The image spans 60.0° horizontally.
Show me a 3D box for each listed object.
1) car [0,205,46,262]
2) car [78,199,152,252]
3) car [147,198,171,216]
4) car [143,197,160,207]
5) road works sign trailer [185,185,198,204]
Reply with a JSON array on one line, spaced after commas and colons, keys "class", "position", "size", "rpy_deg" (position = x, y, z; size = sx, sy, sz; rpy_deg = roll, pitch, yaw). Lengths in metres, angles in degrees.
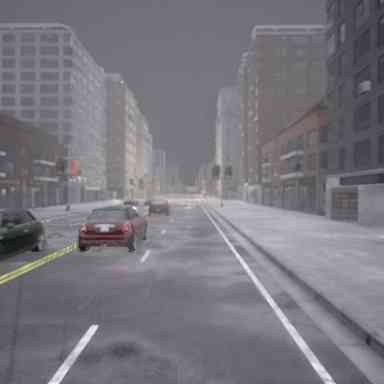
[{"class": "car", "position": [-6.600, 1.362, 10.736], "size": [2.097, 1.767, 4.553], "rpy_deg": [0, 0, 0]}, {"class": "car", "position": [-3.152, 1.365, 14.121], "size": [2.097, 1.767, 4.553], "rpy_deg": [0, 0, 0]}, {"class": "car", "position": [-3.139, 1.507, 33.185], "size": [1.882, 1.535, 5.008], "rpy_deg": [0, 0, 0]}, {"class": "car", "position": [-6.553, 1.597, 53.732], "size": [2.033, 1.411, 5.357], "rpy_deg": [0, 0, 1]}, {"class": "road works sign trailer", "position": [-0.002, 0.525, 64.172], "size": [2.380, 3.560, 2.880], "rpy_deg": [0, 0, 0]}]
